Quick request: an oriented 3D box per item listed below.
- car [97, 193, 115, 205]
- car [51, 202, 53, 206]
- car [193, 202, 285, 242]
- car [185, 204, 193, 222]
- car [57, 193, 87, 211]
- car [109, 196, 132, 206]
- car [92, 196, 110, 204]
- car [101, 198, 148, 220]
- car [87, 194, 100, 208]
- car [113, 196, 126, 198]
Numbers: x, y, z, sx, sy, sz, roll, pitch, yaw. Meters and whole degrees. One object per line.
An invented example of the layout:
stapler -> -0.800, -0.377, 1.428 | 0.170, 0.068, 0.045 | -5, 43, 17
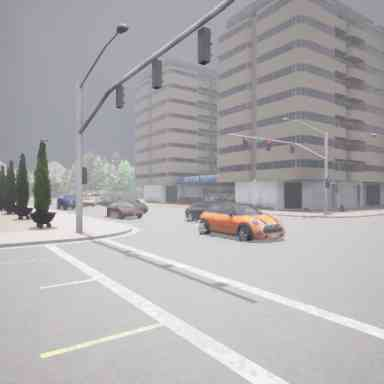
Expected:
car -> -12.116, 1.352, 49.930 | 2.097, 1.767, 4.553 | 0, 0, -35
car -> -24.604, 1.478, 55.436 | 1.882, 1.535, 5.008 | 0, 0, -34
car -> 2.348, 1.352, 16.483 | 2.097, 1.767, 4.553 | 0, 0, -35
car -> 1.426, 1.506, 24.448 | 1.837, 1.490, 4.892 | 0, 0, -39
car -> -15.560, 1.222, 42.285 | 2.150, 2.045, 5.566 | 0, 0, -35
car -> -12.167, 1.491, 56.138 | 2.128, 1.511, 4.902 | 0, 0, -35
car -> -17.475, 1.505, 63.776 | 1.837, 1.490, 4.892 | 0, 0, -33
car -> -5.875, 1.525, 28.323 | 1.812, 1.442, 4.674 | 0, 0, -35
car -> -15.566, 1.477, 48.434 | 1.882, 1.535, 5.008 | 0, 0, -35
car -> -6.333, 1.504, 35.118 | 1.837, 1.490, 4.892 | 0, 0, -35
